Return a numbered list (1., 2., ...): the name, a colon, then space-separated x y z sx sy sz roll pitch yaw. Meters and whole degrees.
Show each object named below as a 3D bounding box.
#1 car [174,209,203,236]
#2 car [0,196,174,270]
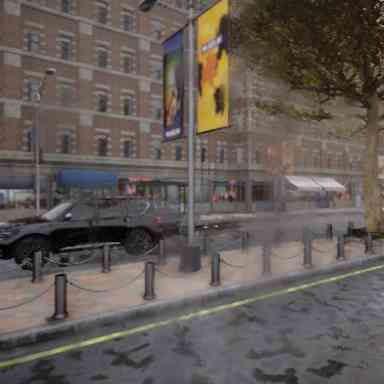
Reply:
1. car: -1.998 1.491 16.597 5.357 1.411 2.033 0 0 -35
2. car: -3.619 1.182 11.206 5.566 2.045 2.150 0 0 -35
